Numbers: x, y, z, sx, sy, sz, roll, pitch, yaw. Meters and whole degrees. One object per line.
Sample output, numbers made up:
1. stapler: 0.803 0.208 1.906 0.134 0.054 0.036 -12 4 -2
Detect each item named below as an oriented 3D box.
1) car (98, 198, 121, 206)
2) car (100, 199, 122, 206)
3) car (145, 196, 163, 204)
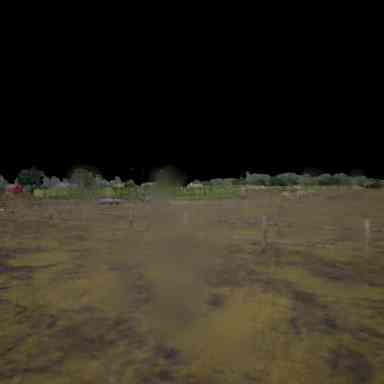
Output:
1. car: -16.453 2.010 66.324 2.097 1.767 4.553 -1 0 36
2. car: -17.289 2.213 71.147 1.812 1.442 4.674 -1 0 36
3. car: -8.756 1.738 77.006 2.097 1.767 4.553 -1 0 36
